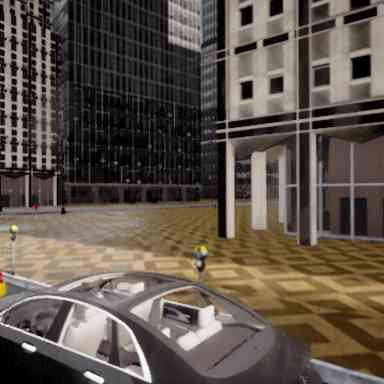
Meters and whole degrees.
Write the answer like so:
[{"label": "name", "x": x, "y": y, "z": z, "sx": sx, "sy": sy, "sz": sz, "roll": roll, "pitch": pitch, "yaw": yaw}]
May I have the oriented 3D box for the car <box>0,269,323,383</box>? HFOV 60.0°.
[{"label": "car", "x": -0.958, "y": 1.558, "z": 3.561, "sx": 4.403, "sy": 1.369, "sz": 2.008, "roll": 0, "pitch": 0, "yaw": 36}]
